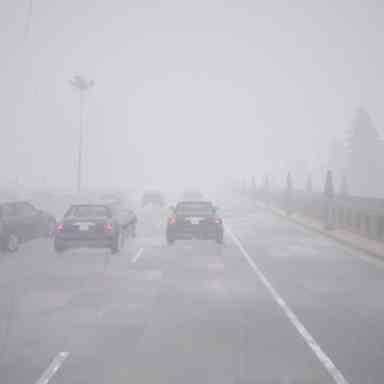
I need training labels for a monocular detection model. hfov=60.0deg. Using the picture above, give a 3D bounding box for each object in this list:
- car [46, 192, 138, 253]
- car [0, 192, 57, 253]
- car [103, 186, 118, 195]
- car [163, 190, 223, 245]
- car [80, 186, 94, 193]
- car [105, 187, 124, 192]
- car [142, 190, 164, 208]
[{"bbox_3d":[-3.397,1.069,12.597,2.097,1.767,4.553,0,2,0],"label":"car"},{"bbox_3d":[-6.897,1.072,12.534,2.097,1.767,4.553,0,2,0],"label":"car"},{"bbox_3d":[-17.483,-0.380,71.917,2.097,1.767,4.553,0,-2,0],"label":"car"},{"bbox_3d":[0.104,1.014,14.010,2.097,1.767,4.553,0,2,0],"label":"car"},{"bbox_3d":[-20.984,-0.423,66.244,1.882,1.535,5.008,0,-1,0],"label":"car"},{"bbox_3d":[-6.893,0.547,30.080,1.837,1.490,4.892,0,2,0],"label":"car"},{"bbox_3d":[-3.393,0.546,30.085,1.837,1.490,4.892,0,2,0],"label":"car"}]
